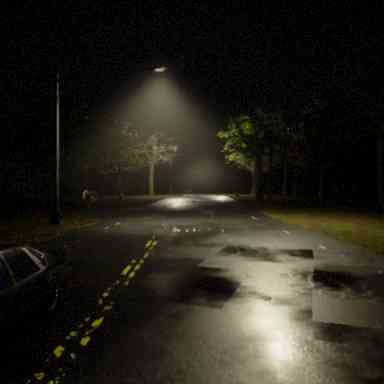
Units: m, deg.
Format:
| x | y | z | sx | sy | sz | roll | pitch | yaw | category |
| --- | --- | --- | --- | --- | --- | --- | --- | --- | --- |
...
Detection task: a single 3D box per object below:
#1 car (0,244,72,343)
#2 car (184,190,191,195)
| x | y | z | sx | sy | sz | roll | pitch | yaw | category |
| --- | --- | --- | --- | --- | --- | --- | --- | --- | --- |
| -3.456 | 1.542 | 4.813 | 2.033 | 1.411 | 5.357 | 0 | 0 | 0 | car |
| -1.213 | 0.085 | 93.726 | 1.837 | 1.490 | 4.892 | 0 | 1 | 4 | car |
